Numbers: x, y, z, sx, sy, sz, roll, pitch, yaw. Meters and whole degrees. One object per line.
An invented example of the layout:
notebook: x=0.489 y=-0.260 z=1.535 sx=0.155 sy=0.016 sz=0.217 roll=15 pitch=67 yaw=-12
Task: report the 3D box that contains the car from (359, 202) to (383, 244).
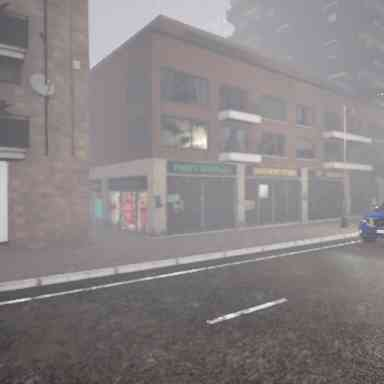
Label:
car: x=9.759 y=1.241 z=14.997 sx=5.566 sy=2.045 sz=2.150 roll=0 pitch=0 yaw=-37
